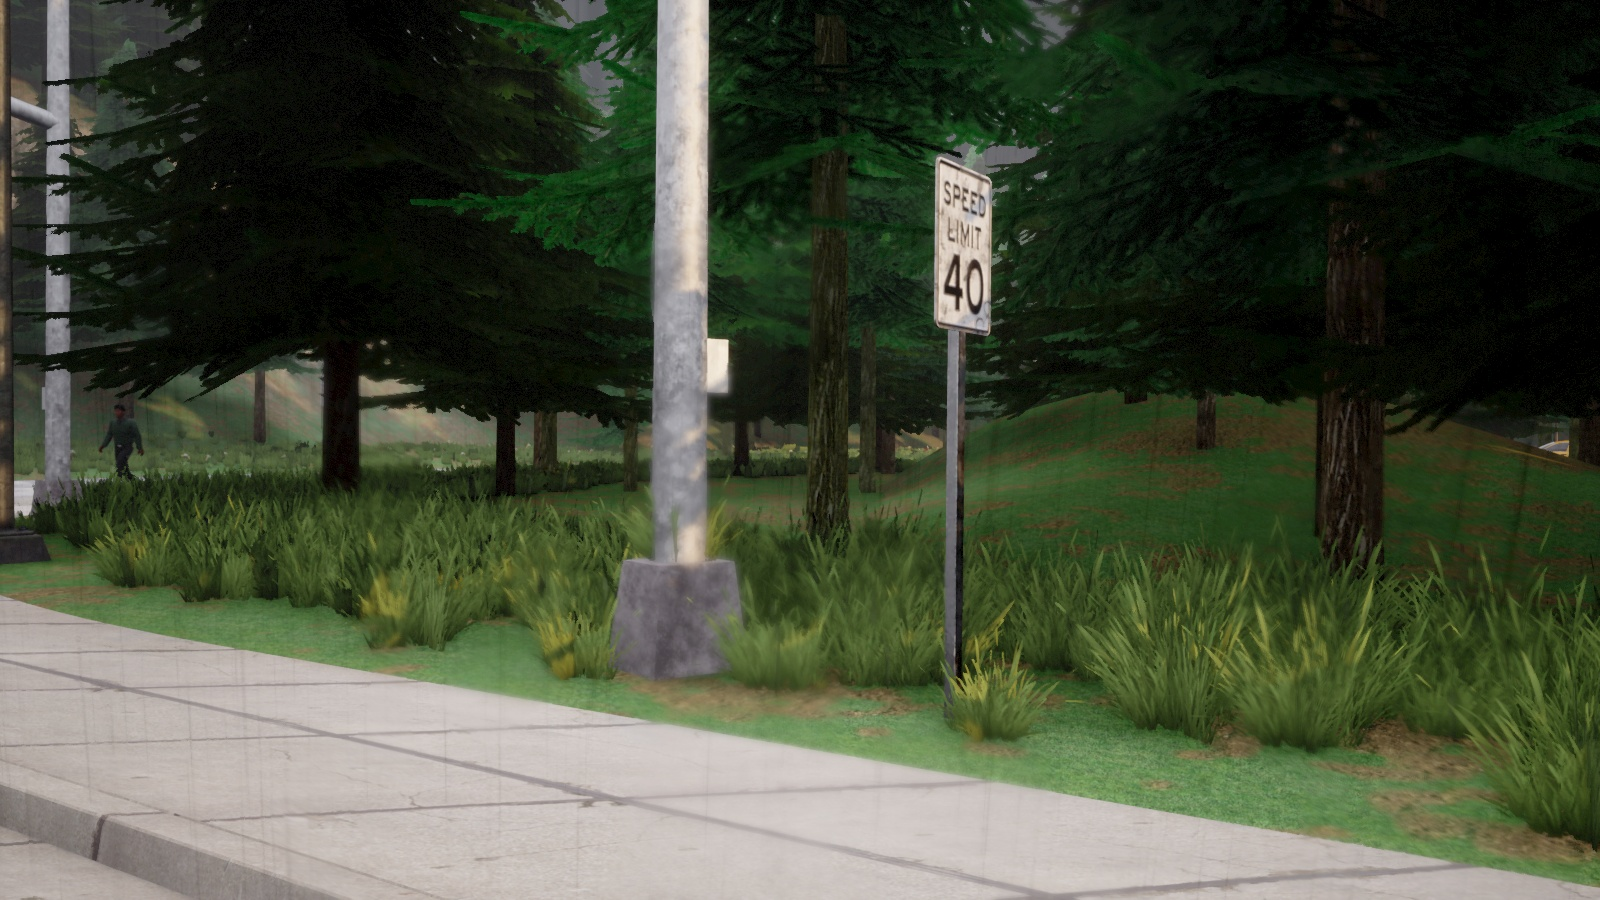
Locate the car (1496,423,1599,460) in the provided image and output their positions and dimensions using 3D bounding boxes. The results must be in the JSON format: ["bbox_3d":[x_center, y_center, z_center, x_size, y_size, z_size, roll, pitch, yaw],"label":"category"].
[{"bbox_3d":[33.110,-0.368,54.063,5.366,1.575,1.801,0,1,33],"label":"car"}]

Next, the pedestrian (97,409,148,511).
[{"bbox_3d":[-13.148,0.180,24.388,0.423,1.949,0.788,0,1,12],"label":"pedestrian"}]
